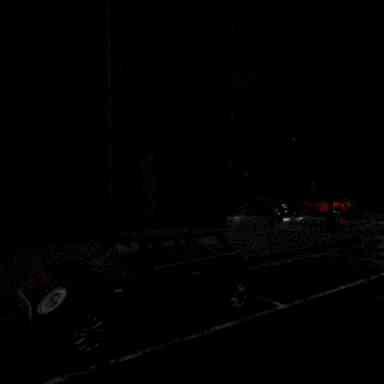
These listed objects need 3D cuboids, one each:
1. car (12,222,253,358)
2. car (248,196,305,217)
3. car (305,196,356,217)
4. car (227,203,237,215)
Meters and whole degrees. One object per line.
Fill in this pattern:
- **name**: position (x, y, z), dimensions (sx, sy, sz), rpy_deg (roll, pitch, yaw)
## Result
- **car**: position (-0.893, 1.412, 5.904), dimensions (4.097, 1.590, 1.967), rpy_deg (-1, 1, -36)
- **car**: position (7.065, 1.131, 28.988), dimensions (2.097, 1.767, 4.553), rpy_deg (-1, 0, -36)
- **car**: position (11.488, 1.095, 28.665), dimensions (2.097, 1.767, 4.553), rpy_deg (-1, 0, -35)
- **car**: position (1.960, 1.293, 30.492), dimensions (1.882, 1.535, 5.008), rpy_deg (-1, 0, -36)
